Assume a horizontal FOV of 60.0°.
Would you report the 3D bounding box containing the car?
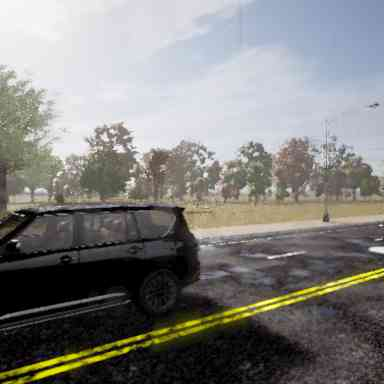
[{"bbox_3d":[-2.416,1.225,5.940,5.566,2.045,2.150,0,0,-35],"label":"car"}]
